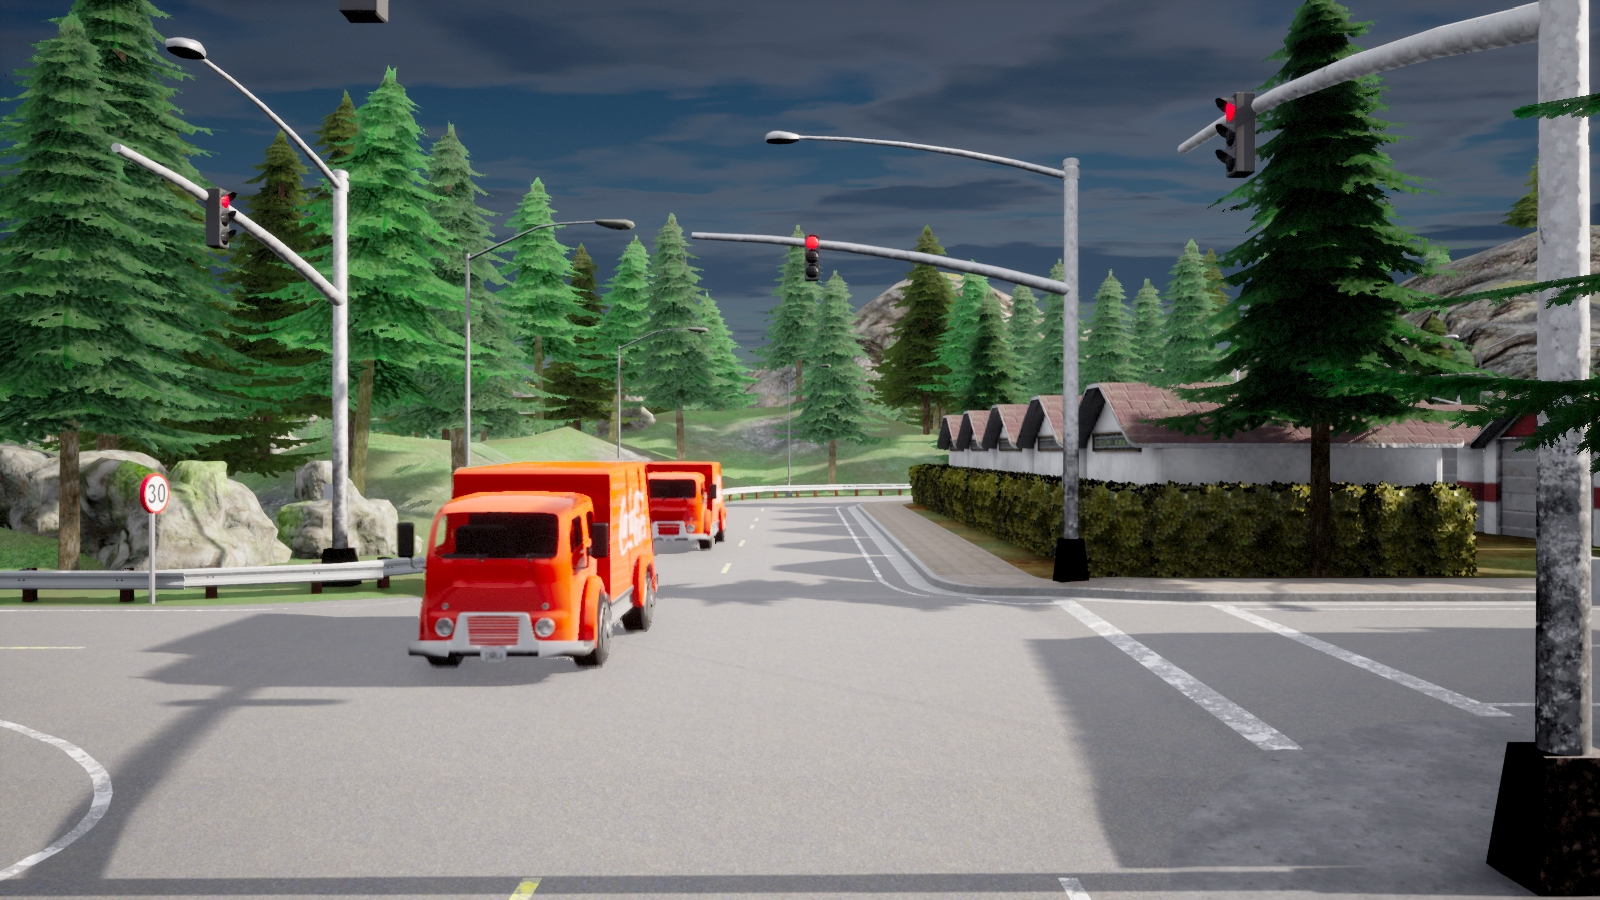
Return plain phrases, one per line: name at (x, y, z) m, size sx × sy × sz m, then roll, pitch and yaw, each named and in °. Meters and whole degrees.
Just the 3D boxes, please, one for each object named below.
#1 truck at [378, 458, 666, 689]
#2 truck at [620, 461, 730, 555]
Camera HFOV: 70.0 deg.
truck at (-3.481, 1.436, 15.669) m, size 2.627 × 2.467 × 5.204 m, roll 0°, pitch 2°, yaw 1°
truck at (-3.495, 1.563, 33.075) m, size 2.627 × 2.467 × 5.204 m, roll 0°, pitch 0°, yaw 0°
